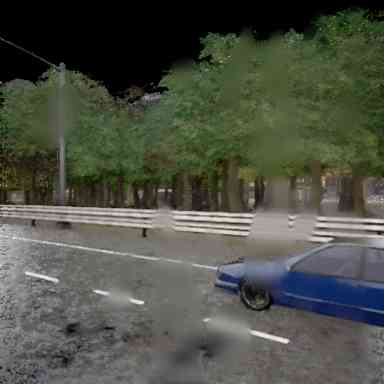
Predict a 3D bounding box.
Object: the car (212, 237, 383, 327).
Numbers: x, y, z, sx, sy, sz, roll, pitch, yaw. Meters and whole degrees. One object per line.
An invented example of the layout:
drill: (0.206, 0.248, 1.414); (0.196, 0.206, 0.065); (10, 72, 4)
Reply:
car: (3.039, 1.549, 6.003); (5.357, 1.411, 2.033); (0, 0, 36)
